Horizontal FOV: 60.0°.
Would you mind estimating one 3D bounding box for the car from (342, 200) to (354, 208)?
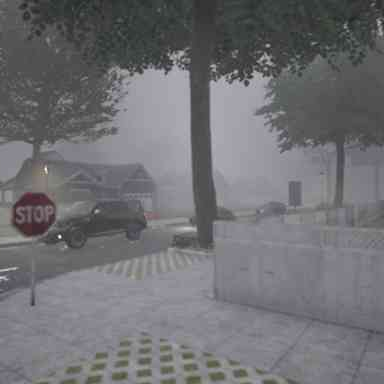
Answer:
[{"bbox_3d":[23.523,1.860,50.891,1.994,1.385,4.181,0,0,34],"label":"car"}]

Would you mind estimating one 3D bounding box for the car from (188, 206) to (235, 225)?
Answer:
[{"bbox_3d":[1.497,1.724,24.432,1.994,1.385,4.181,0,0,35],"label":"car"}]

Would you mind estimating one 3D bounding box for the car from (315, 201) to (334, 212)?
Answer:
[{"bbox_3d":[16.710,1.816,41.111,1.994,1.385,4.181,0,0,34],"label":"car"}]

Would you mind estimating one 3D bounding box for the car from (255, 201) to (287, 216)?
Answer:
[{"bbox_3d":[8.087,1.691,33.874,2.128,1.511,4.902,0,0,35],"label":"car"}]

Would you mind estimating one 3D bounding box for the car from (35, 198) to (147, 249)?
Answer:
[{"bbox_3d":[-4.540,1.341,15.758,2.150,2.045,5.566,0,0,35],"label":"car"}]
